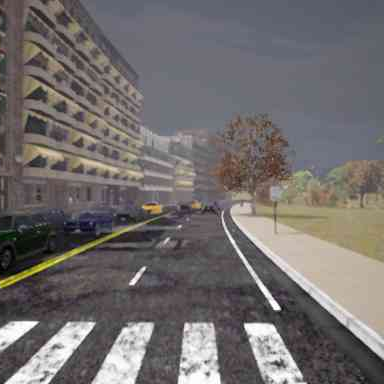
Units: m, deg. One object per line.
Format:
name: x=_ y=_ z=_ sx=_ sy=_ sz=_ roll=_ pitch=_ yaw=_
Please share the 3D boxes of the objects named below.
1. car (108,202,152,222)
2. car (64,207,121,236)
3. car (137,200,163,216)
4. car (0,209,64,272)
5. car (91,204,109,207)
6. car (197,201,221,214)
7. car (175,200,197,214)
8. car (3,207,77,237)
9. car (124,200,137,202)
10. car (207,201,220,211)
car: x=-5.402 y=1.850 z=29.728 sx=2.033 sy=1.411 sz=5.357 roll=0 pitch=-1 yaw=4
car: x=-6.029 y=1.799 z=20.097 sx=1.895 sy=1.301 sz=4.718 roll=0 pitch=-1 yaw=3
car: x=-4.644 y=1.883 z=38.686 sx=1.882 sy=1.535 sz=5.008 roll=0 pitch=-1 yaw=5
car: x=-6.374 y=1.455 z=11.113 sx=2.097 sy=1.767 sz=4.553 roll=0 pitch=-1 yaw=2
car: x=-8.556 y=1.861 z=31.008 sx=2.033 sy=1.411 sz=5.357 roll=0 pitch=-1 yaw=5
car: x=2.233 y=2.005 z=42.183 sx=2.033 sy=1.411 sz=5.357 roll=0 pitch=-1 yaw=6
car: x=-1.005 y=1.948 z=42.473 sx=2.128 sy=1.511 sz=4.902 roll=0 pitch=-1 yaw=6
car: x=-9.236 y=1.751 z=20.874 sx=2.033 sy=1.411 sz=5.357 roll=0 pitch=-1 yaw=3
car: x=-7.659 y=1.784 z=41.217 sx=2.097 sy=1.767 sz=4.553 roll=0 pitch=-1 yaw=5
car: x=3.466 y=2.121 z=52.774 sx=1.812 sy=1.442 sz=4.674 roll=0 pitch=-1 yaw=8
